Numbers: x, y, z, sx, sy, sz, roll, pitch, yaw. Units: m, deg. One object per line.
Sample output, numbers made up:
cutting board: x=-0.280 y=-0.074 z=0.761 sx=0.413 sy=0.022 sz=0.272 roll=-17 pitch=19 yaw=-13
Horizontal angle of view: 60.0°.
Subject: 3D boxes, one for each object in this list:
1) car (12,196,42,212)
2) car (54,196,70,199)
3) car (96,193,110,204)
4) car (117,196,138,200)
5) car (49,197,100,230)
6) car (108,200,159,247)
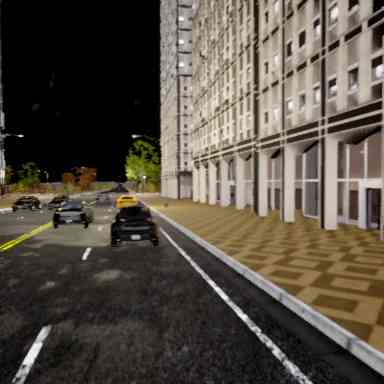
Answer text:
car: x=-16.746 y=1.197 z=33.965 sx=1.837 sy=1.490 sz=4.892 roll=-1 pitch=1 yaw=-12
car: x=-13.581 y=1.161 z=34.704 sx=1.837 sy=1.490 sz=4.892 roll=-1 pitch=1 yaw=-12
car: x=-13.070 y=0.948 z=48.949 sx=2.128 sy=1.511 sz=4.902 roll=-1 pitch=1 yaw=-12
car: x=-6.523 y=1.091 z=33.554 sx=1.882 sy=1.535 sz=5.008 roll=-1 pitch=1 yaw=-12
car: x=-6.945 y=1.290 z=19.822 sx=2.128 sy=1.511 sz=4.902 roll=-1 pitch=1 yaw=-12
car: x=-2.503 y=1.341 z=14.349 sx=1.837 sy=1.490 sz=4.892 roll=-1 pitch=1 yaw=-12
